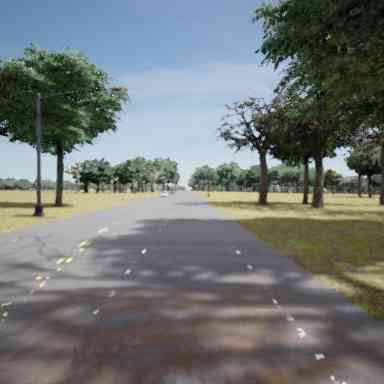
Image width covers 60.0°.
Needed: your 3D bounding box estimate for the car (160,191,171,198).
[{"bbox_3d":[-7.442,0.792,89.518,1.812,1.442,4.674,0,1,-1],"label":"car"}]
